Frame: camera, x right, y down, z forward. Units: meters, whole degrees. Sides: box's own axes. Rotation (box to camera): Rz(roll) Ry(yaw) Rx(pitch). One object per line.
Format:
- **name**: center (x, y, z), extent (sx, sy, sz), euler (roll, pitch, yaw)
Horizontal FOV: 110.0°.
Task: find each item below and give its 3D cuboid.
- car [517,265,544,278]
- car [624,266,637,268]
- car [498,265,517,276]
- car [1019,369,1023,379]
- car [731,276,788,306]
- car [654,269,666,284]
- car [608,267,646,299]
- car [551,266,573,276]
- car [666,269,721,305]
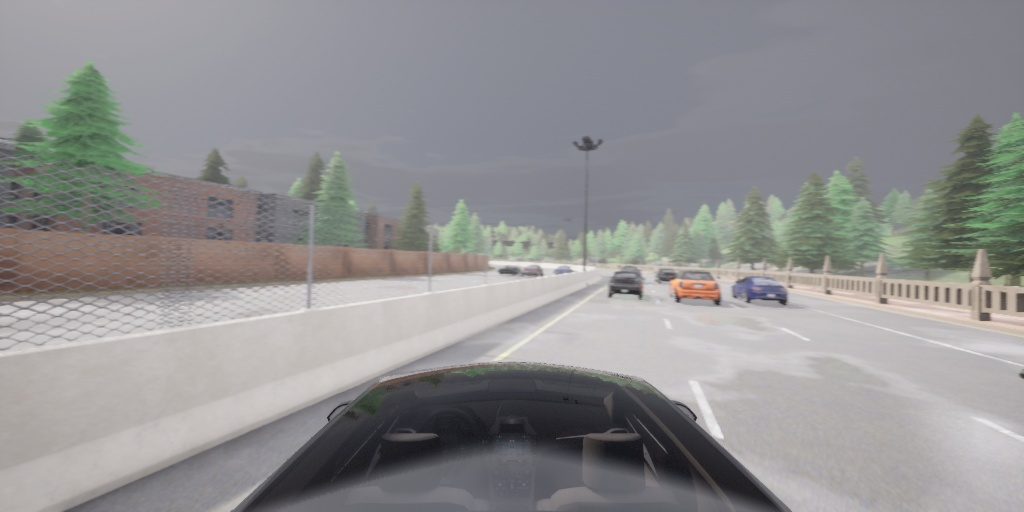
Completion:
- **car**: center (2.381, 1.727, 41.217), extent (1.812, 1.442, 4.674), euler (2, -1, 17)
- **car**: center (12.351, 1.819, 37.591), extent (2.097, 1.767, 4.553), euler (2, -1, 17)
- **car**: center (-0.260, 1.755, 44.523), extent (1.895, 1.301, 4.718), euler (2, -1, 16)
- **car**: center (7.647, 1.594, 2.954), extent (1.895, 1.301, 4.718), euler (2, -1, 20)
- **car**: center (13.812, 1.870, 20.173), extent (1.812, 1.442, 4.674), euler (2, -1, 20)
- **car**: center (15.723, 2.067, 36.684), extent (1.837, 1.490, 4.892), euler (2, 0, 17)
- **car**: center (6.833, 1.651, 21.403), extent (1.837, 1.490, 4.892), euler (2, 0, 20)
- **car**: center (5.786, 1.822, 40.399), extent (1.812, 1.442, 4.674), euler (2, -1, 17)
- **car**: center (9.989, 1.577, 19.829), extent (2.097, 1.767, 4.553), euler (2, -1, 20)
